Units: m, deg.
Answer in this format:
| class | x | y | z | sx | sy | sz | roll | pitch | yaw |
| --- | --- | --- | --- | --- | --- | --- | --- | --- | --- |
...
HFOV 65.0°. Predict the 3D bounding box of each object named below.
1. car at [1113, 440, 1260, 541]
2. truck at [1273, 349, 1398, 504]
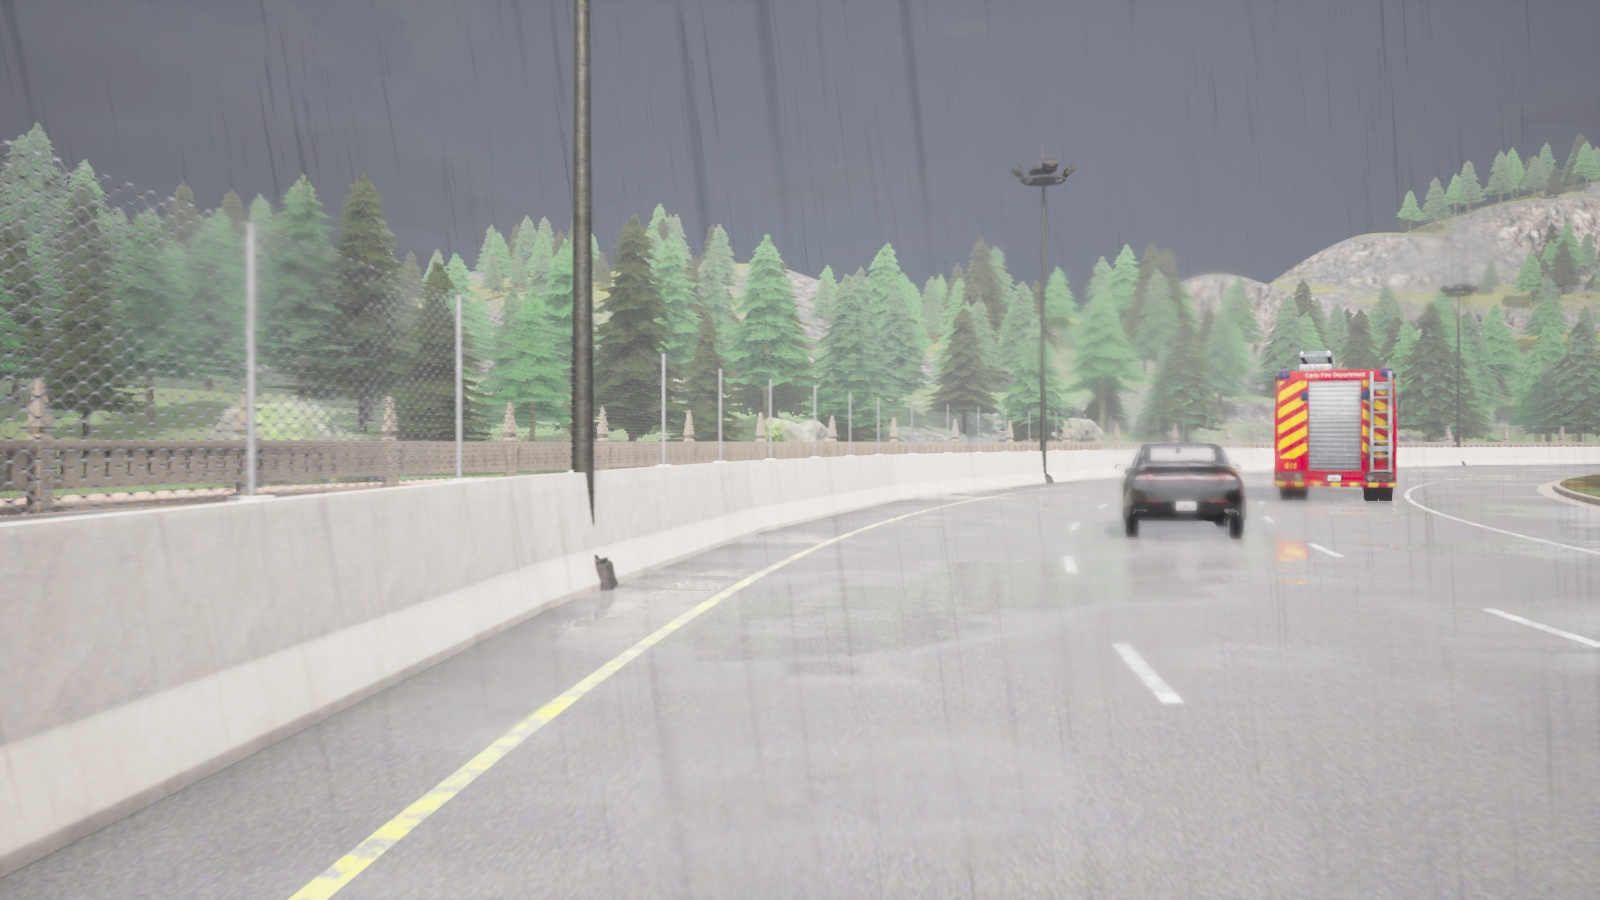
| class | x | y | z | sx | sy | sz | roll | pitch | yaw |
| --- | --- | --- | --- | --- | --- | --- | --- | --- | --- |
| car | 6.462 | 0.590 | 21.426 | 2.128 | 1.511 | 4.902 | 0 | 0 | 14 |
| truck | 15.195 | -0.599 | 35.510 | 2.891 | 3.827 | 8.468 | 0 | 0 | 24 |
